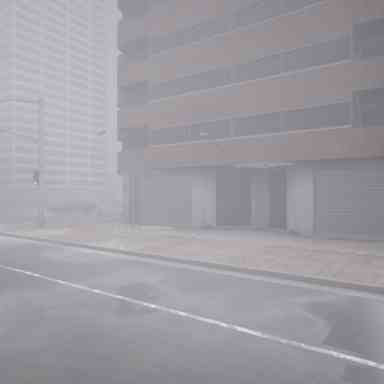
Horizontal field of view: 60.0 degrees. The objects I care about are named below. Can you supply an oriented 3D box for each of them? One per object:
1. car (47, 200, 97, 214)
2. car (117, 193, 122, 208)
[{"bbox_3d":[-13.011,1.547,36.519,2.033,1.411,5.357,0,0,35],"label":"car"},{"bbox_3d":[-7.314,1.352,44.640,2.097,1.767,4.553,0,0,35],"label":"car"}]
